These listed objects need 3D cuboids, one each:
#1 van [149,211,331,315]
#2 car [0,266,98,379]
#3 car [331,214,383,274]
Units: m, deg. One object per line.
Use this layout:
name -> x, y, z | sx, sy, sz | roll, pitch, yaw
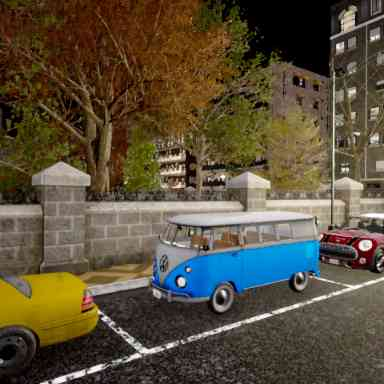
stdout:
van -> 1.072, 1.342, 7.305 | 3.998, 1.788, 1.690 | 0, 1, -35
car -> -3.641, 1.525, 3.952 | 4.829, 1.417, 1.752 | 0, 1, -35
car -> 5.643, 1.442, 10.563 | 4.097, 1.590, 1.967 | 0, 1, -35
